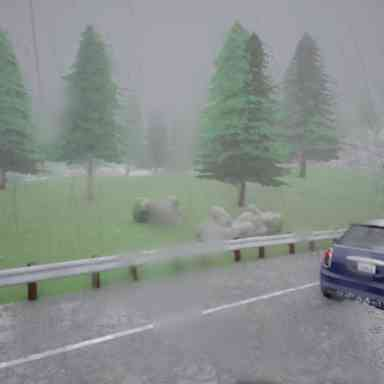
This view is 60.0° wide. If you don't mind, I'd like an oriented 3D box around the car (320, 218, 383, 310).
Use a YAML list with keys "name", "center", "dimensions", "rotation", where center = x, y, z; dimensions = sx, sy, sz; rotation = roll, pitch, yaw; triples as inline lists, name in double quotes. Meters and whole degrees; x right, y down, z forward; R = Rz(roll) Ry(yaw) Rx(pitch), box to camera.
- name: "car"
  center: [4.762, 1.312, 6.906]
  dimensions: [4.553, 1.767, 2.097]
  rotation: [0, 0, -34]
